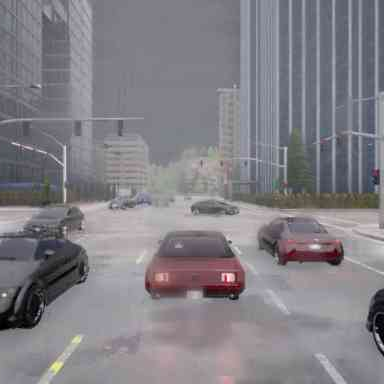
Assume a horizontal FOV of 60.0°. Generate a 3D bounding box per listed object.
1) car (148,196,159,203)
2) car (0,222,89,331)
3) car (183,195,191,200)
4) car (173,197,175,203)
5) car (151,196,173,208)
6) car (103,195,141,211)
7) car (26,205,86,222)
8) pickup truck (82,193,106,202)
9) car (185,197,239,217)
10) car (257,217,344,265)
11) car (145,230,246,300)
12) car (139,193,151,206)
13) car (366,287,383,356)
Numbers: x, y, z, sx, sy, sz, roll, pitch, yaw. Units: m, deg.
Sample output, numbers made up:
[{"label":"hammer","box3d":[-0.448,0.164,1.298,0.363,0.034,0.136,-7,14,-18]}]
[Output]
[{"label":"car","box3d":[-7.989,1.524,69.500,1.812,1.442,4.674,0,0,-1]},{"label":"car","box3d":[-3.598,1.564,6.797,1.994,1.385,4.181,0,0,0]},{"label":"car","box3d":[-1.259,1.552,88.602,1.994,1.385,4.181,0,0,-1]},{"label":"car","box3d":[-4.481,1.547,68.511,2.033,1.411,5.357,0,0,-1]},{"label":"car","box3d":[-4.274,1.491,47.757,2.128,1.511,4.902,0,0,-1]},{"label":"car","box3d":[-8.488,1.492,40.796,2.128,1.511,4.902,0,0,11]},{"label":"car","box3d":[-7.153,1.505,17.799,1.837,1.490,4.892,0,0,-1]},{"label":"pickup truck","box3d":[-21.167,1.058,73.386,2.390,2.098,6.274,0,0,30]},{"label":"car","box3d":[2.064,1.505,31.330,4.892,1.490,1.837,0,2,38]},{"label":"car","box3d":[3.581,1.564,11.686,1.994,1.385,4.181,0,0,0]},{"label":"car","box3d":[0.074,1.601,8.329,1.895,1.301,4.718,0,0,0]},{"label":"car","box3d":[-7.873,1.223,55.399,2.150,2.045,5.566,0,0,-1]},{"label":"car","box3d":[3.609,1.564,3.275,1.994,1.385,4.181,0,0,-1]}]
